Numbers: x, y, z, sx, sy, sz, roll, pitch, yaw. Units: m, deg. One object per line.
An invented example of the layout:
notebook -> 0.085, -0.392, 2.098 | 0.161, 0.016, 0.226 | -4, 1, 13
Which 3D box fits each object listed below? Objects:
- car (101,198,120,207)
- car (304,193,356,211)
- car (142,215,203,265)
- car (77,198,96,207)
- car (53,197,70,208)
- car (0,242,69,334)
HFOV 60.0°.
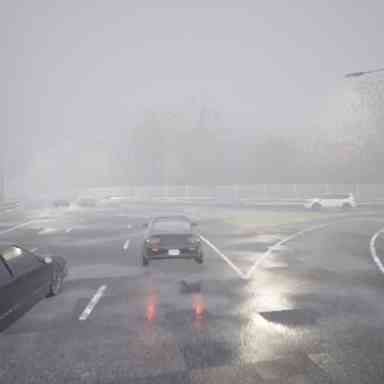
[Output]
car -> -12.592, 1.543, 50.987 | 1.895, 1.301, 4.718 | 0, 0, -30
car -> 15.962, 1.144, 38.506 | 5.566, 2.045, 2.150 | 0, 0, 7
car -> -0.749, 1.505, 11.539 | 1.812, 1.442, 4.674 | 0, 0, -6
car -> -15.712, 1.521, 49.401 | 1.994, 1.385, 4.181 | 0, 0, -30
car -> -18.816, 1.463, 47.784 | 2.128, 1.511, 4.902 | 0, 0, -30
car -> -3.674, 1.550, 5.414 | 2.033, 1.411, 5.357 | 0, 0, -4
